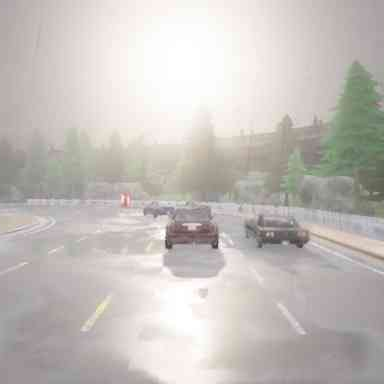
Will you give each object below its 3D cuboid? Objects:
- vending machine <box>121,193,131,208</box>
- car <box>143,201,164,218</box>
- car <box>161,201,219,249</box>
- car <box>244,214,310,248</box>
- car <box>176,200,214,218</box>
[{"bbox_3d":[-9.733,1.194,48.819,0.880,2.100,1.100,0,0,34],"label":"vending machine"},{"bbox_3d":[-2.973,1.533,29.980,1.812,1.442,4.674,0,0,-25],"label":"car"},{"bbox_3d":[0.000,1.366,14.620,2.097,1.767,4.553,0,0,0],"label":"car"},{"bbox_3d":[3.500,1.616,14.680,1.895,1.301,4.718,0,0,0],"label":"car"},{"bbox_3d":[0.196,1.533,31.466,1.812,1.442,4.674,0,0,-25],"label":"car"}]
